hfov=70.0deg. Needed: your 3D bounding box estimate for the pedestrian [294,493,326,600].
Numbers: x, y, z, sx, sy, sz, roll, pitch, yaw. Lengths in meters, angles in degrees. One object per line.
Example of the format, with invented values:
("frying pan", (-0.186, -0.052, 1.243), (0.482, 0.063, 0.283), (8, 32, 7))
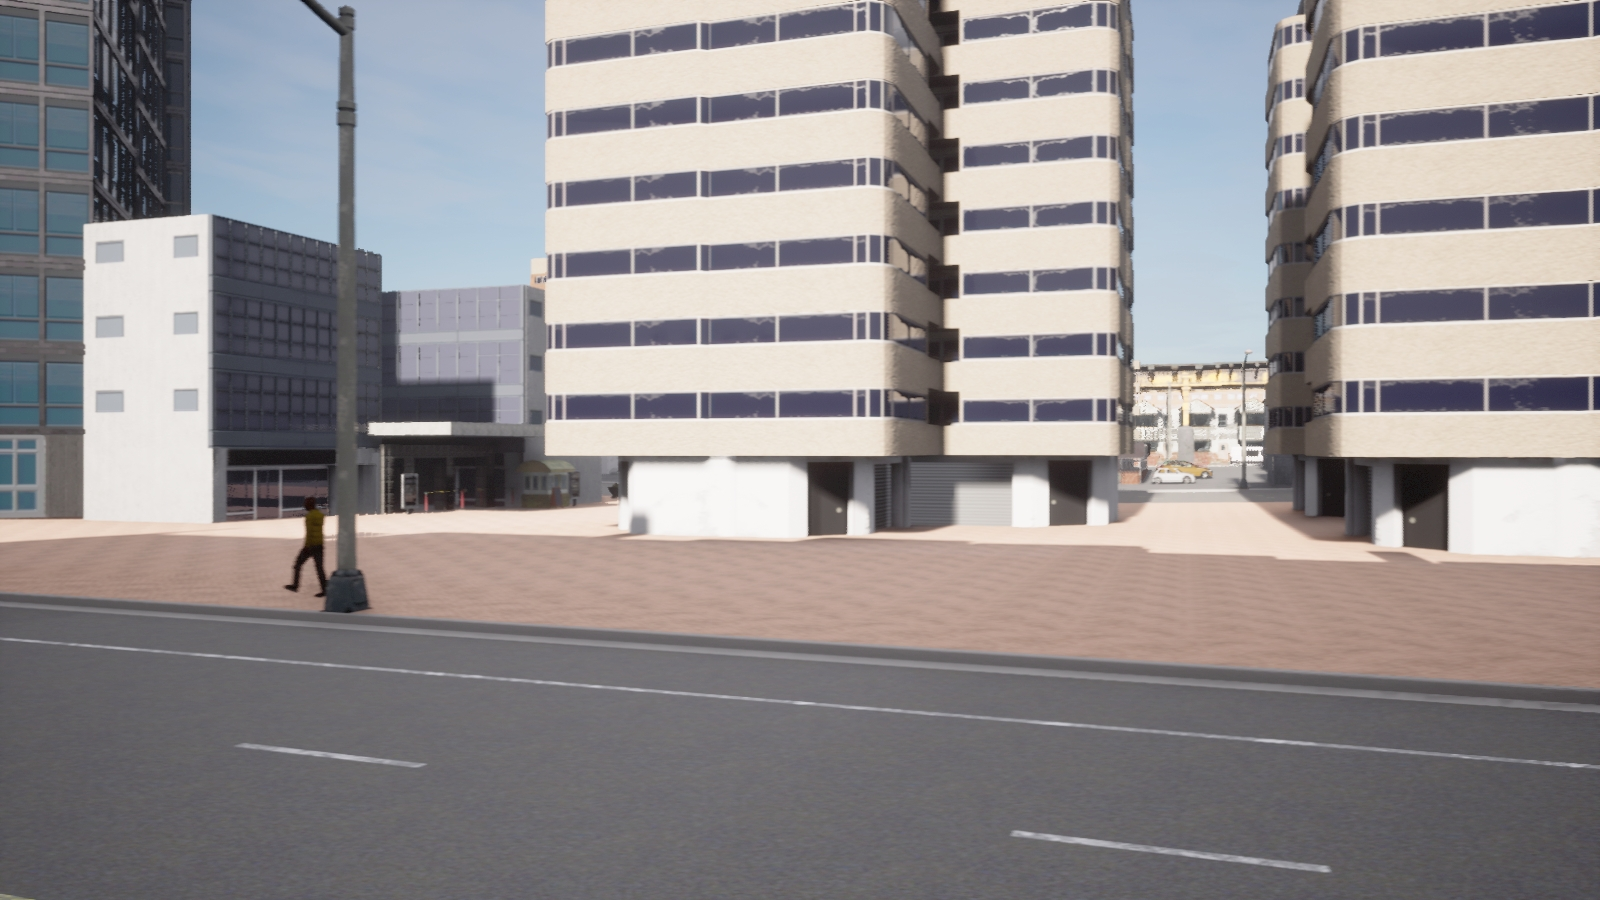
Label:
("pedestrian", (-8.701, 1.696, 20.296), (0.375, 1.860, 0.375), (0, 0, 20))
